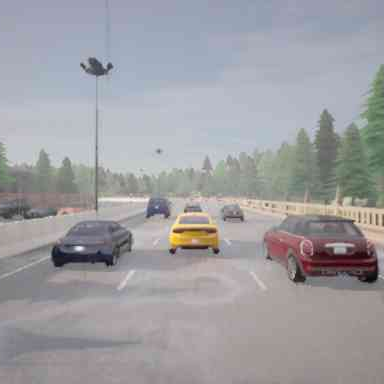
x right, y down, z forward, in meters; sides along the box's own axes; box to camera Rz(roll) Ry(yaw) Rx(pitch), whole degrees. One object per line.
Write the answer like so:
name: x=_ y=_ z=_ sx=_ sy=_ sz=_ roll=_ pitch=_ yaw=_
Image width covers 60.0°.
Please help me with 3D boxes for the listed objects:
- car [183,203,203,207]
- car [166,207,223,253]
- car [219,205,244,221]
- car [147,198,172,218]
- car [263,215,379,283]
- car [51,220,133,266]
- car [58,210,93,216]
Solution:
car: x=0.098 y=1.879 z=35.726 sx=2.128 sy=1.511 sz=4.902 roll=0 pitch=-1 yaw=0
car: x=0.099 y=1.636 z=14.552 sx=1.882 sy=1.535 sz=5.008 roll=0 pitch=0 yaw=0
car: x=3.599 y=1.879 z=30.679 sx=2.033 sy=1.411 sz=5.357 roll=0 pitch=-1 yaw=0
car: x=-3.401 y=1.599 z=34.748 sx=2.150 sy=2.045 sz=5.566 roll=0 pitch=0 yaw=0
car: x=3.601 y=1.463 z=10.209 sx=2.097 sy=1.767 sz=4.553 roll=0 pitch=-1 yaw=0
car: x=-3.400 y=1.696 z=12.049 sx=1.994 sy=1.385 sz=4.181 roll=0 pitch=-1 yaw=0
car: x=-10.593 y=1.684 z=30.671 sx=2.097 sy=1.767 sz=4.553 roll=0 pitch=-1 yaw=0
